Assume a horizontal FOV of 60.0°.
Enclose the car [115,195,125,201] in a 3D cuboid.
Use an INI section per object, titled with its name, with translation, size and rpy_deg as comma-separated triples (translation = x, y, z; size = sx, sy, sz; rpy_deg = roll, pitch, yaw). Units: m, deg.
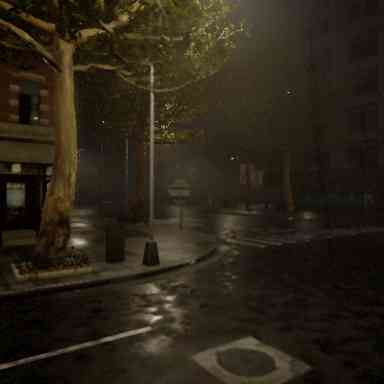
[car]
translation = -17.326, 1.541, 85.377
size = 4.674, 1.452, 2.002
rpy_deg = 0, 0, -36
